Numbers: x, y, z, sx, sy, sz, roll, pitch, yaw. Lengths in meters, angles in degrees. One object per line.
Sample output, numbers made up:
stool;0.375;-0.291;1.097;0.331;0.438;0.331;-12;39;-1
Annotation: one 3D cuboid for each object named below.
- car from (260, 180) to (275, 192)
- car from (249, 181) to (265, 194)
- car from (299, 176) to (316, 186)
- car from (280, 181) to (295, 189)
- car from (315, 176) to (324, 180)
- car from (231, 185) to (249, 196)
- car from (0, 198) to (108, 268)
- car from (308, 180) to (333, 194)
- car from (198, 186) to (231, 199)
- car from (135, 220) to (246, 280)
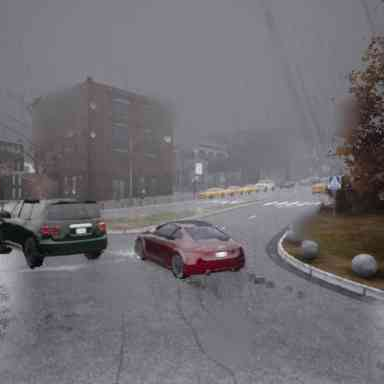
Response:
car;13.140;-1.161;60.186;2.435;2.045;5.566;0;3;37
car;9.630;-0.565;55.589;1.946;1.575;5.366;0;3;37
car;26.546;-2.234;77.767;2.231;1.521;4.892;0;3;37
car;19.832;-1.542;68.970;2.163;1.488;4.792;0;3;37
car;29.859;-2.814;82.113;2.435;2.045;5.566;0;3;37
car;6.286;-0.235;51.203;1.946;1.575;5.366;0;3;37
car;-5.041;1.221;11.593;2.150;2.045;5.566;0;0;-43
car;18.976;-0.504;48.404;1.882;1.535;5.008;0;3;37
car;2.935;0.098;46.826;1.946;1.575;5.366;0;3;38
car;-0.248;1.564;10.229;1.994;1.385;4.181;0;0;-30
